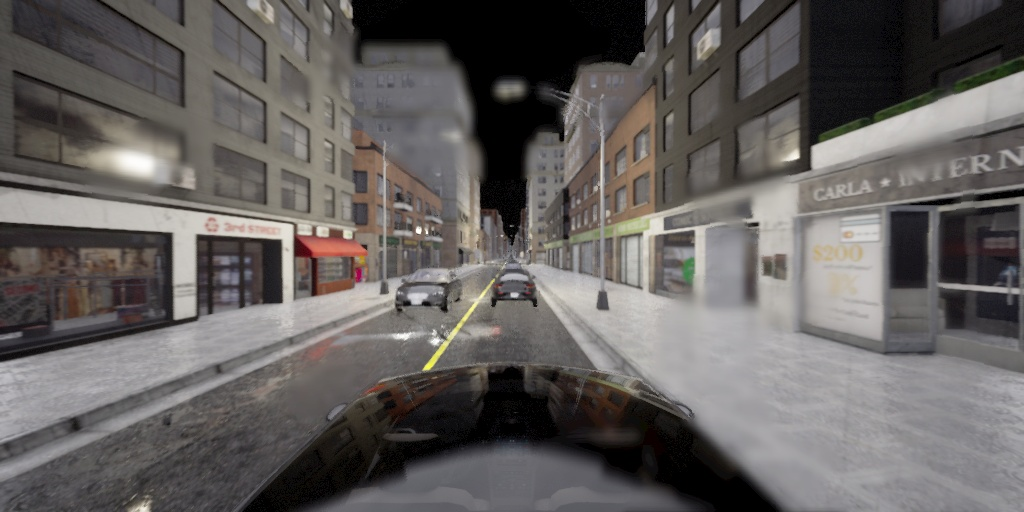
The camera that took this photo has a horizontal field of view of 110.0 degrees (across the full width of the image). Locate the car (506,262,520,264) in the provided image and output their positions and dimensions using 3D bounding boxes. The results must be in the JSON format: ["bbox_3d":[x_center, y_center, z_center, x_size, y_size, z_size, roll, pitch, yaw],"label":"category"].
[{"bbox_3d":[0.090,1.281,33.594,2.033,1.411,5.357,0,0,0],"label":"car"}]

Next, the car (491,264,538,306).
[{"bbox_3d":[0.090,1.269,15.520,1.812,1.442,4.674,0,0,0],"label":"car"}]

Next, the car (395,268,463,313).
[{"bbox_3d":[-3.104,1.236,14.135,2.128,1.511,4.902,0,0,0],"label":"car"}]
